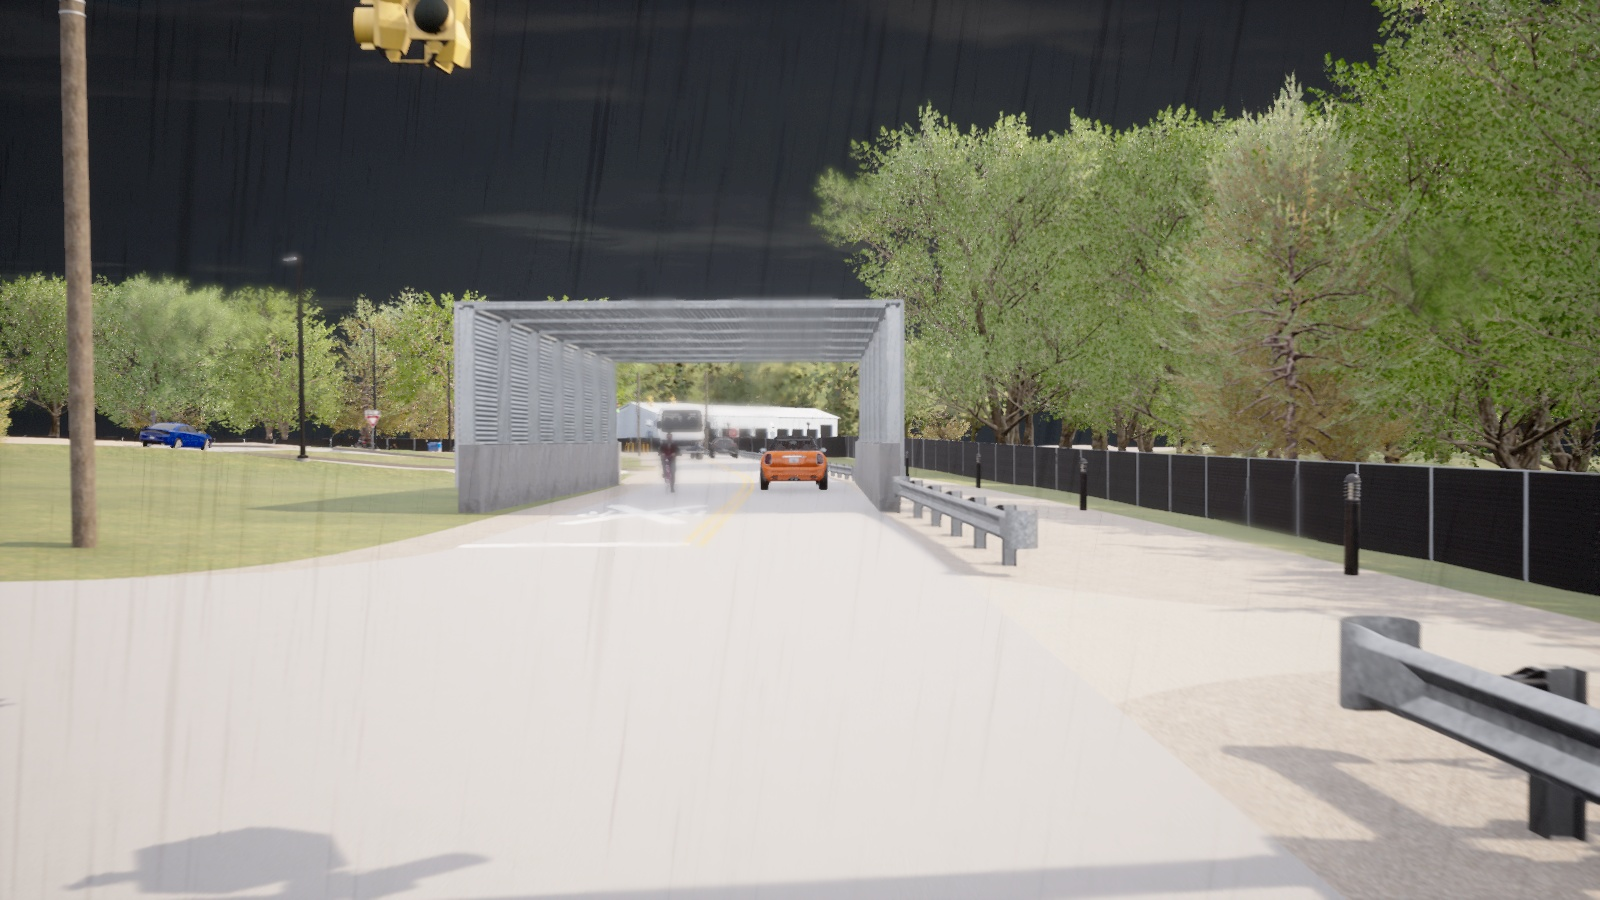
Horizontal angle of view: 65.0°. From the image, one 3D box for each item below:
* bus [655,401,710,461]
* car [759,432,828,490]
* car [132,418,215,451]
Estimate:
[{"bbox_3d":[-9.090,-1.412,95.936,3.944,4.253,10.273,0,0,-6],"label":"bus"},{"bbox_3d":[-0.225,0.319,40.227,2.097,1.767,4.553,0,0,-1],"label":"car"},{"bbox_3d":[-35.575,-0.859,71.513,1.882,1.535,5.008,6,-1,3],"label":"car"}]
